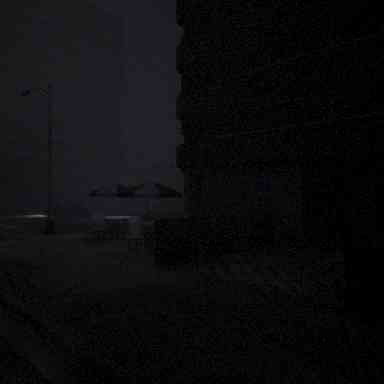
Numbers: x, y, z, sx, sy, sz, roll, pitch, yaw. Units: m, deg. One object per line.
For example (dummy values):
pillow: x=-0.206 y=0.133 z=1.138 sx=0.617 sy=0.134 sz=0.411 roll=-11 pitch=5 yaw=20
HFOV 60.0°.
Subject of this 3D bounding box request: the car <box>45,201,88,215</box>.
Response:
car: x=-12.981 y=1.619 z=34.495 sx=1.994 sy=1.385 sz=4.181 roll=0 pitch=0 yaw=45
